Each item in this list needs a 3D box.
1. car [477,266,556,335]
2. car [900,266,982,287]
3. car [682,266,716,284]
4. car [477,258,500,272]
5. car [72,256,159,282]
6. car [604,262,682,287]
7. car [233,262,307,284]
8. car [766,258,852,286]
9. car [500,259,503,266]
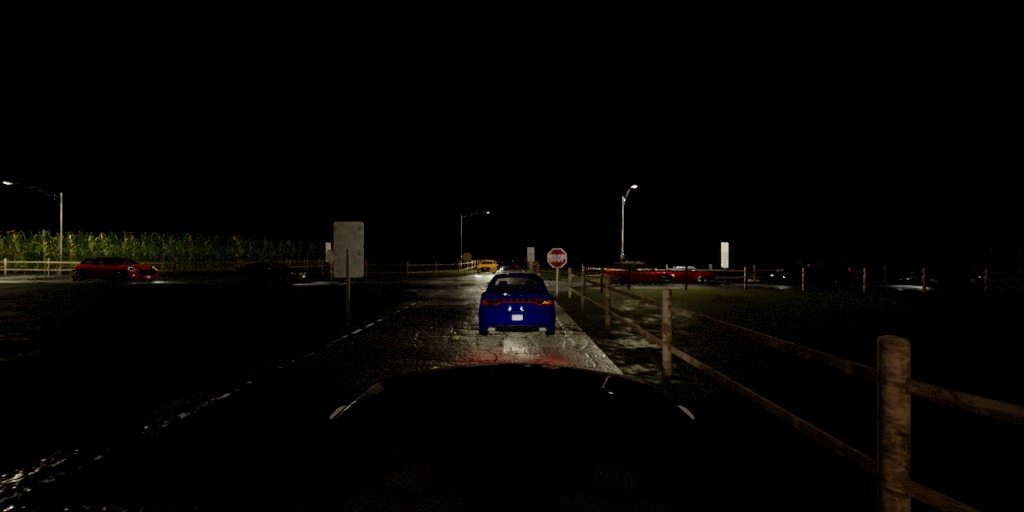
[{"bbox_3d":[0.123,1.227,10.499,1.882,1.535,5.008,0,0,0],"label":"car"},{"bbox_3d":[32.993,1.542,27.667,4.892,1.490,1.837,0,0,1],"label":"car"},{"bbox_3d":[12.990,1.463,27.888,4.718,1.301,1.895,0,0,0],"label":"car"},{"bbox_3d":[-2.787,1.223,40.990,1.882,1.535,5.008,0,0,1],"label":"car"},{"bbox_3d":[-28.029,0.898,25.459,4.553,1.767,2.097,0,0,1],"label":"car"},{"bbox_3d":[8.898,1.190,25.013,4.553,1.767,2.097,0,0,1],"label":"car"},{"bbox_3d":[-17.015,1.155,25.322,4.674,1.442,1.812,0,0,1],"label":"car"},{"bbox_3d":[22.929,1.169,27.797,5.566,2.045,2.150,1,0,0],"label":"car"},{"bbox_3d":[-2.713,1.309,51.006,1.994,1.385,4.181,0,0,0],"label":"car"}]
